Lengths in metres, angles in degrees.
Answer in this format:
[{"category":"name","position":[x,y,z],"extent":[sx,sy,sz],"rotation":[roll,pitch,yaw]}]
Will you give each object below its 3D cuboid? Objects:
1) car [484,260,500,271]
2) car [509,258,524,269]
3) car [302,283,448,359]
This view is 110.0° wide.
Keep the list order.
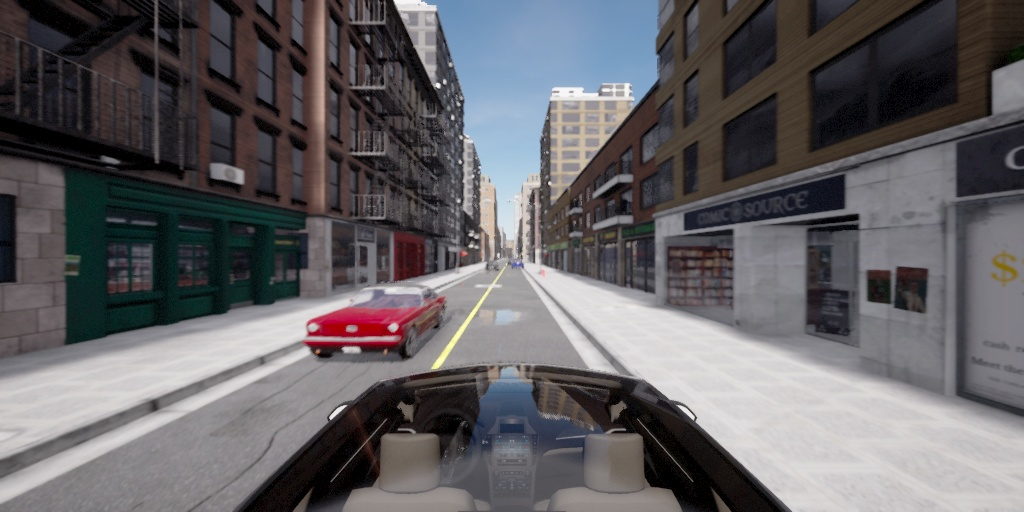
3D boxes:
[{"category":"car","position":[-2.823,1.351,50.770],"extent":[1.837,1.490,4.892],"rotation":[0,0,0]},{"category":"car","position":[0.930,1.172,59.308],"extent":[2.097,1.767,4.553],"rotation":[-2,0,0]},{"category":"car","position":[-2.850,1.367,8.579],"extent":[1.895,1.301,4.718],"rotation":[0,0,0]}]
